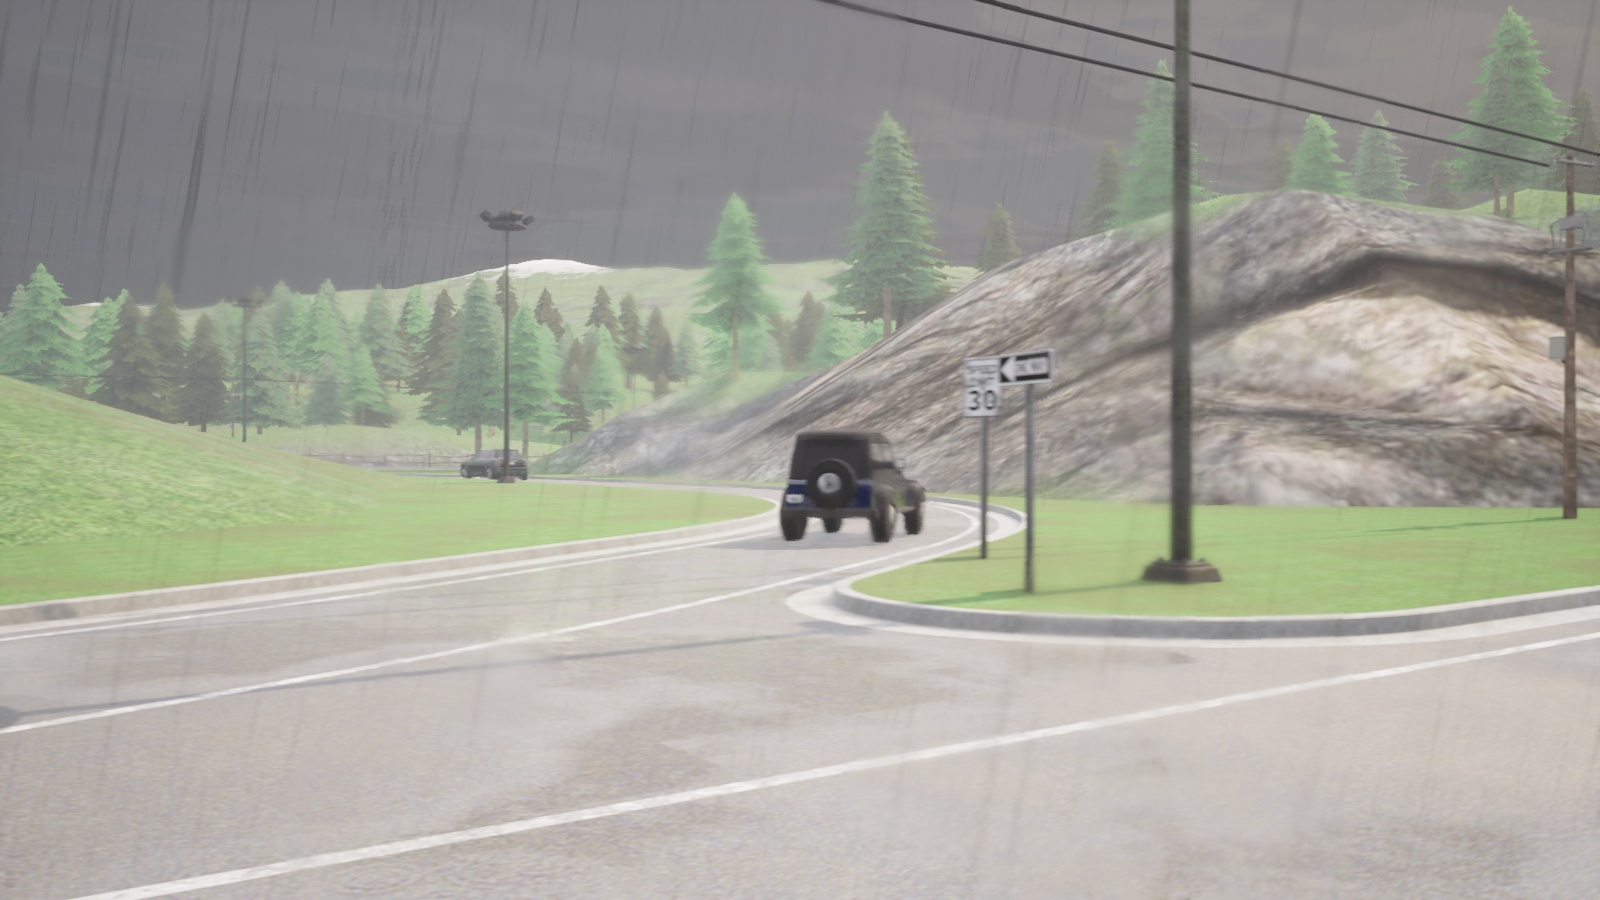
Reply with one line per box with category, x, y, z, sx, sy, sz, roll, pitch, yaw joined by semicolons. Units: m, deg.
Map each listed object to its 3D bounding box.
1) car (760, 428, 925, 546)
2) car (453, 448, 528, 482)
car;0.855;0.593;22.040;1.905;1.878;3.866;0;0;18
car;-16.730;0.805;67.738;2.097;1.767;4.553;0;0;-40
